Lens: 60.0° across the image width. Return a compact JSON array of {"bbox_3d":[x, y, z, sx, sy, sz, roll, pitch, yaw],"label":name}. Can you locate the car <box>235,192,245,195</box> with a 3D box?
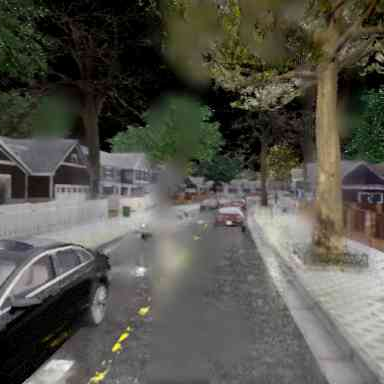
[{"bbox_3d":[11.286,0.978,77.488,2.150,2.045,5.566,1,0,15],"label":"car"}]

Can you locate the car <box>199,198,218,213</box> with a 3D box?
[{"bbox_3d":[2.050,1.471,37.215,1.882,1.535,5.008,1,0,10],"label":"car"}]

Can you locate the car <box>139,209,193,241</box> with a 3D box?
[{"bbox_3d":[-1.156,1.558,16.561,1.895,1.301,4.718,1,0,7],"label":"car"}]

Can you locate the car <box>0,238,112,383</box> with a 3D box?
[{"bbox_3d":[-2.539,1.437,4.195,2.128,1.511,4.902,1,0,6],"label":"car"}]

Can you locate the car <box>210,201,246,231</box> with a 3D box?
[{"bbox_3d":[2.383,1.547,20.814,1.812,1.442,4.674,1,0,8],"label":"car"}]

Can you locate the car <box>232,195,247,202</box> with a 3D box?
[{"bbox_3d":[5.792,1.548,41.557,2.128,1.511,4.902,1,0,11],"label":"car"}]
